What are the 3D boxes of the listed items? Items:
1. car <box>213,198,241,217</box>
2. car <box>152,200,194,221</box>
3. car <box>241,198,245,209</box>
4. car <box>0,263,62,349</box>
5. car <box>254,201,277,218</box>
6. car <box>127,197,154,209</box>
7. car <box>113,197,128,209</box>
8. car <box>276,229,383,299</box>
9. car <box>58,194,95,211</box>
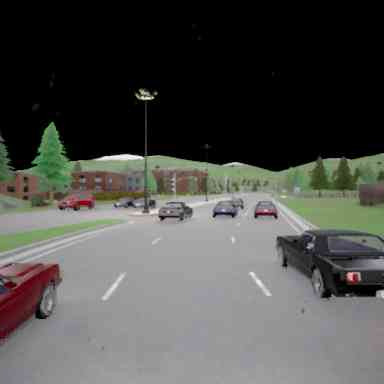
[{"bbox_3d":[3.076,1.507,30.181,1.994,1.385,4.181,0,0,11],"label":"car"},{"bbox_3d":[-1.226,1.510,26.778,2.033,1.411,5.357,0,0,11],"label":"car"},{"bbox_3d":[5.871,1.462,43.573,2.033,1.411,5.357,0,0,11],"label":"car"},{"bbox_3d":[-3.381,1.605,4.362,1.895,1.301,4.718,0,0,-2],"label":"car"},{"bbox_3d":[6.532,1.497,29.619,1.994,1.385,4.181,0,0,11],"label":"car"},{"bbox_3d":[-6.119,1.446,43.088,2.128,1.511,4.902,0,0,13],"label":"car"},{"bbox_3d":[-9.123,1.452,45.692,2.128,1.511,4.902,0,0,12],"label":"car"},{"bbox_3d":[3.530,1.577,8.315,1.895,1.301,4.718,0,0,0],"label":"car"},{"bbox_3d":[-13.890,1.206,40.362,2.150,2.045,5.566,0,0,13],"label":"car"}]
